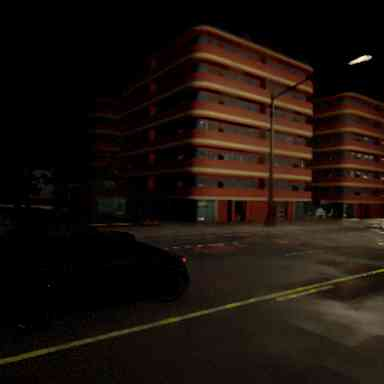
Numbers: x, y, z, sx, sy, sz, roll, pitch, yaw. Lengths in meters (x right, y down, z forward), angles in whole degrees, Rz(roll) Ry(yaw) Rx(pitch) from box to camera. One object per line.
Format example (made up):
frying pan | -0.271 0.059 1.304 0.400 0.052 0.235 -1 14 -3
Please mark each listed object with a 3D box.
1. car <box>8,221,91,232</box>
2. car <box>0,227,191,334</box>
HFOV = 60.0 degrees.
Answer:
car | -4.202 1.575 9.594 5.357 1.411 2.033 1 -1 -36
car | -2.095 1.593 6.799 4.181 1.385 1.994 1 -1 -36
